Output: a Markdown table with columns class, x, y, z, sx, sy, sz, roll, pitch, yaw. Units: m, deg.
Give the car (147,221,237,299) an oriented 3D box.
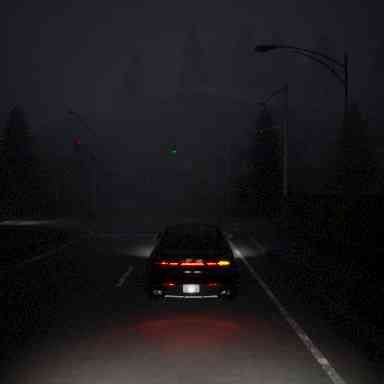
| class | x | y | z | sx | sy | sz | roll | pitch | yaw |
| --- | --- | --- | --- | --- | --- | --- | --- | --- | --- |
| car | 0.026 | 1.505 | 8.460 | 1.837 | 1.490 | 4.892 | 0 | 0 | 1 |
